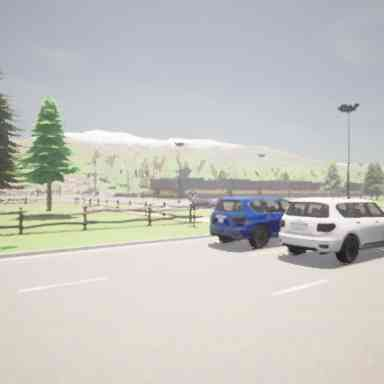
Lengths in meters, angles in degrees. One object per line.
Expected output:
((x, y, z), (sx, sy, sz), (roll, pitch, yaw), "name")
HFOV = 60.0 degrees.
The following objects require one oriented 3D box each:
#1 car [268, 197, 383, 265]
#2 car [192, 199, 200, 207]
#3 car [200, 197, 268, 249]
((5.552, 1.225, 12.019), (5.566, 2.045, 2.150), (0, 0, -35), "car")
((2.132, 1.557, 45.705), (2.033, 1.411, 5.357), (0, 0, -35), "car")
((3.325, 1.225, 14.726), (5.566, 2.045, 2.150), (0, 0, -35), "car")
